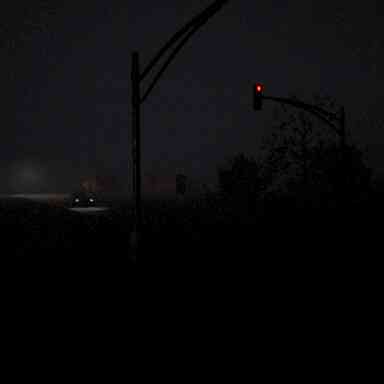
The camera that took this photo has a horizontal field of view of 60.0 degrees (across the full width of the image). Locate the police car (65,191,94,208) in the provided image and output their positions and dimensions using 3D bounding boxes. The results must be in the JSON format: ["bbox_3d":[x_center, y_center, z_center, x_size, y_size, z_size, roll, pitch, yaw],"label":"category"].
[{"bbox_3d":[-11.422,0.732,33.716,2.038,1.542,4.974,-1,1,-32],"label":"police car"}]
